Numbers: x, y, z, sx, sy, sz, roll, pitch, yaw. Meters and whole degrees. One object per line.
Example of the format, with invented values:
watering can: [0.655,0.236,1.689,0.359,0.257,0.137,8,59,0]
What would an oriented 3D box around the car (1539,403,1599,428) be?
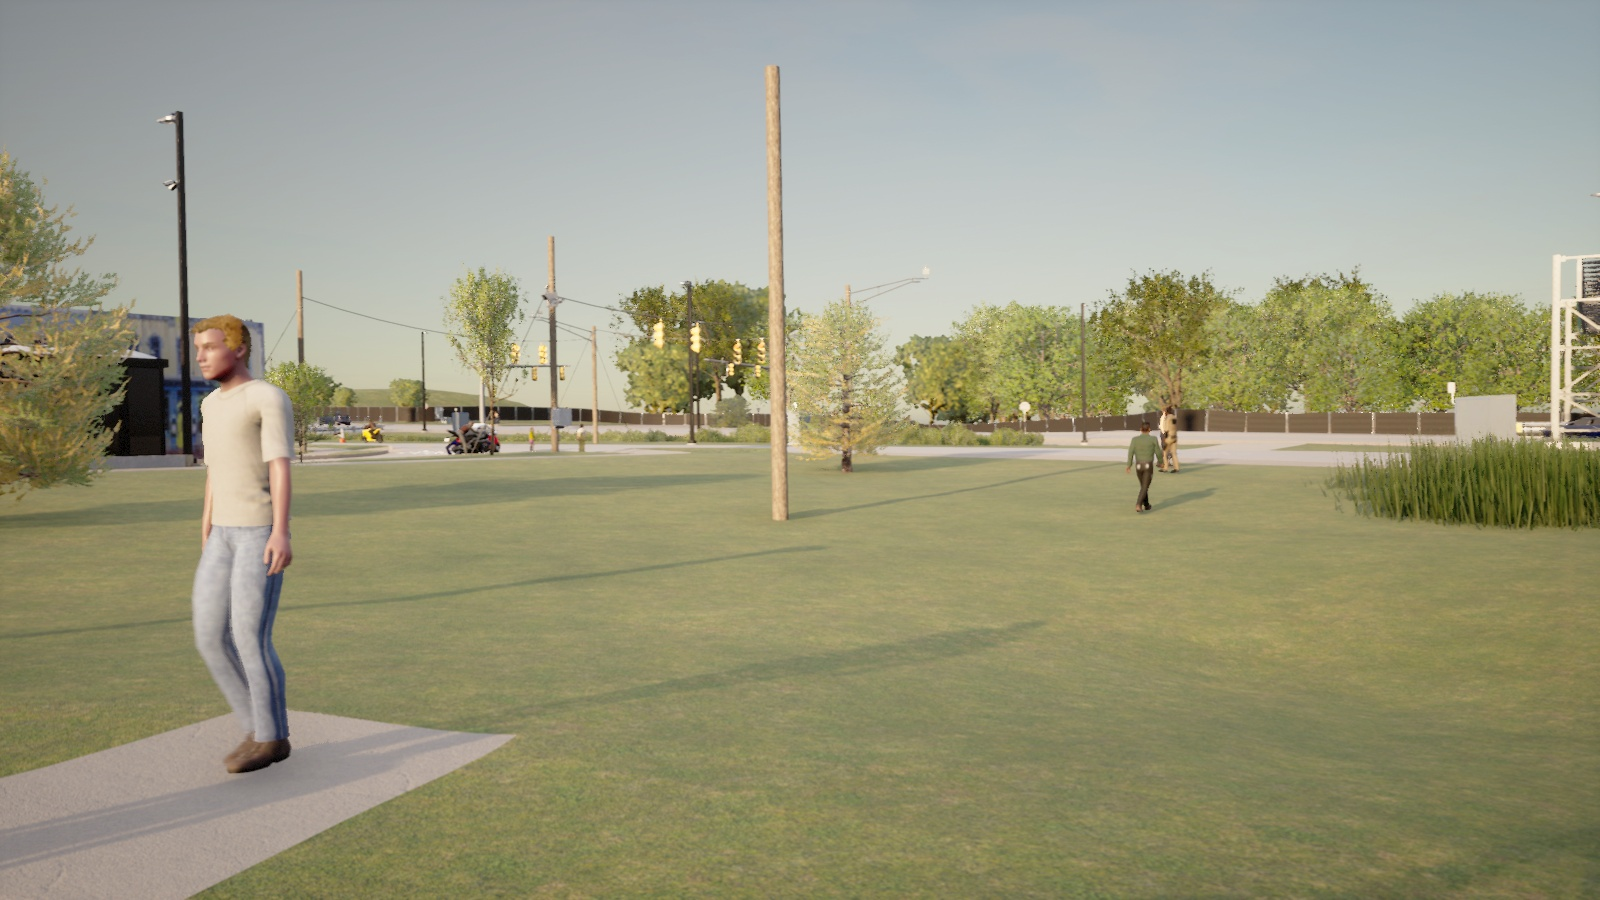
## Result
car: [47.883,-2.134,76.619,4.792,1.488,2.163,0,2,32]

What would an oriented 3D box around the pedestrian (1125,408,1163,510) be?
pedestrian: [6.684,0.159,24.404,0.423,1.949,0.788,-2,1,33]

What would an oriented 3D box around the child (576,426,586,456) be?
child: [-9.303,-0.365,53.372,0.270,1.263,0.437,-2,1,9]

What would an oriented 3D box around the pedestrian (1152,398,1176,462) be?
pedestrian: [10.693,-0.581,36.881,0.594,1.836,0.345,-2,1,20]

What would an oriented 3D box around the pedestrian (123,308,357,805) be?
pedestrian: [-2.221,0.388,5.023,0.354,1.836,0.706,-2,1,33]

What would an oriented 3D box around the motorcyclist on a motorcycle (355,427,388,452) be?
motorcyclist on a motorcycle: [-26.908,-0.659,78.804,2.044,1.523,0.797,-1,2,33]

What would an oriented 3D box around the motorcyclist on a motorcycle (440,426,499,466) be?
motorcyclist on a motorcycle: [-13.810,-0.181,52.527,0.866,1.530,2.191,-1,2,44]

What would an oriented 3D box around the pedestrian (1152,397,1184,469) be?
pedestrian: [10.007,-0.462,34.155,0.396,1.930,0.692,-3,1,-34]

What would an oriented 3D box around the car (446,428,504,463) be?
car: [-14.161,-0.208,54.765,1.481,1.376,2.207,-2,2,15]
